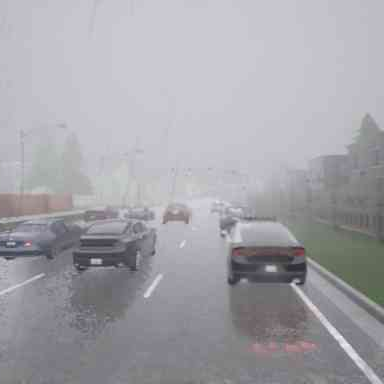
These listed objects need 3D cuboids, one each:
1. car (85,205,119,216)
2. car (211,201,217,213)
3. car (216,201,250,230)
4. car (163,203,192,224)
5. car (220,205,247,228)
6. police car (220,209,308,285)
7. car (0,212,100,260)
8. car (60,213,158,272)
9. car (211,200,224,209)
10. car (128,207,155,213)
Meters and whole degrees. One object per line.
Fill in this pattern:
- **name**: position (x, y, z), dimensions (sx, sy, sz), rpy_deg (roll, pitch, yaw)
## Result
- **car**: position (-8.043, 1.952, 30.068), dimensions (1.882, 1.535, 5.008), rpy_deg (-1, -1, 4)
- **car**: position (3.438, 2.098, 44.033), dimensions (1.895, 1.301, 4.718), rpy_deg (-1, -1, 4)
- **car**: position (2.667, 1.560, 19.759), dimensions (2.097, 1.767, 4.553), rpy_deg (-1, -1, 4)
- **car**: position (-1.149, 1.717, 28.404), dimensions (2.097, 1.767, 4.553), rpy_deg (-1, -1, 4)
- **car**: position (3.118, 1.803, 25.769), dimensions (1.812, 1.442, 4.674), rpy_deg (-1, -1, 4)
- **police car**: position (1.936, 1.523, 9.926), dimensions (1.930, 1.638, 5.238), rpy_deg (-1, -1, 4)
- **car**: position (-5.769, 1.789, 13.496), dimensions (2.033, 1.411, 5.357), rpy_deg (-1, -1, 4)
- **car**: position (-2.413, 1.676, 11.418), dimensions (1.837, 1.490, 4.892), rpy_deg (-1, -1, 4)
- **car**: position (4.439, 2.198, 57.614), dimensions (2.033, 1.411, 5.357), rpy_deg (-1, -1, 4)
- **car**: position (-4.560, 2.025, 29.691), dimensions (1.895, 1.301, 4.718), rpy_deg (-1, -1, 4)
